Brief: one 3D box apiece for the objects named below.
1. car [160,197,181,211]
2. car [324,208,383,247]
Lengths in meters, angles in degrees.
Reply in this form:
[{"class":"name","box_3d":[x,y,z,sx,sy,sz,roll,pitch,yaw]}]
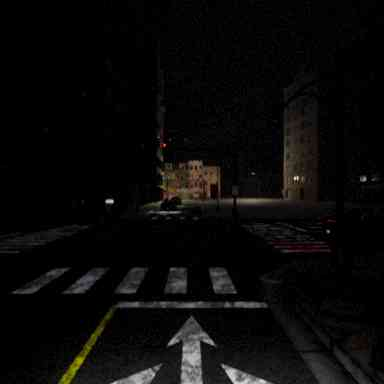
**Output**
[{"class":"car","box_3d":[-2.797,1.563,40.714,2.033,1.411,5.357,0,0,0]},{"class":"car","box_3d":[8.064,1.414,13.814,4.902,1.511,2.128,0,0,0]}]
